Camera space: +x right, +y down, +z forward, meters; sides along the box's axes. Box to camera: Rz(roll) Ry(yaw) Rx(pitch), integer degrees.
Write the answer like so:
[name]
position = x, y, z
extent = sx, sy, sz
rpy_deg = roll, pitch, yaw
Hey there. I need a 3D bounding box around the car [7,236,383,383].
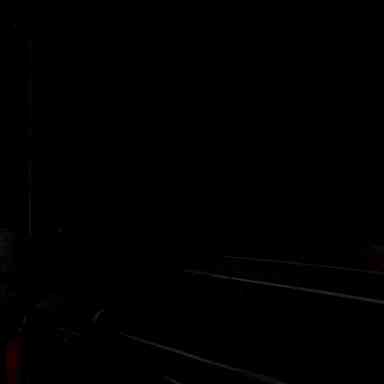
[car]
position = 0.572, 1.315, 2.666
extent = 5.009, 1.841, 2.192
rpy_deg = 0, 0, 35
